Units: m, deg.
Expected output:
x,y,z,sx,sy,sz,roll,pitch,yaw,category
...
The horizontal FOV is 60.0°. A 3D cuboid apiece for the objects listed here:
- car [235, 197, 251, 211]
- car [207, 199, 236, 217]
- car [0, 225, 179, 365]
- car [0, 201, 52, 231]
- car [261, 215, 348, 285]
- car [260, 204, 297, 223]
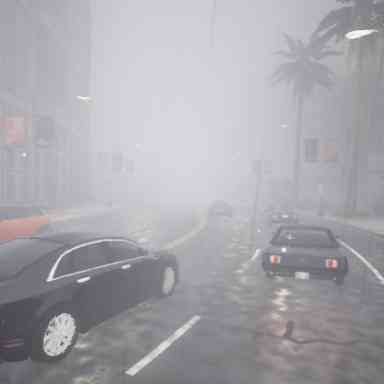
x,y,z,sx,sy,sz,roll,pitch,yaw,category
5.683,1.347,39.565,1.801,1.575,5.366,1,1,-1,car
2.421,1.460,29.621,1.994,1.385,4.181,1,0,0,car
-1.932,1.460,5.950,1.837,1.490,4.892,1,1,25,car
-7.190,1.232,11.799,2.097,1.767,4.553,1,0,20,car
3.227,1.590,9.609,1.895,1.301,4.718,1,0,19,car
5.791,1.506,22.483,2.033,1.411,5.357,1,0,5,car
